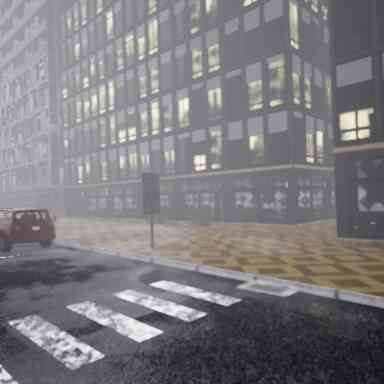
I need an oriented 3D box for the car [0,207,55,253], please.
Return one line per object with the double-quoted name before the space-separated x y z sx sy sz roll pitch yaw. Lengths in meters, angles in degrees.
"car" -8.170 1.635 15.442 5.009 1.841 2.192 -2 -1 44
